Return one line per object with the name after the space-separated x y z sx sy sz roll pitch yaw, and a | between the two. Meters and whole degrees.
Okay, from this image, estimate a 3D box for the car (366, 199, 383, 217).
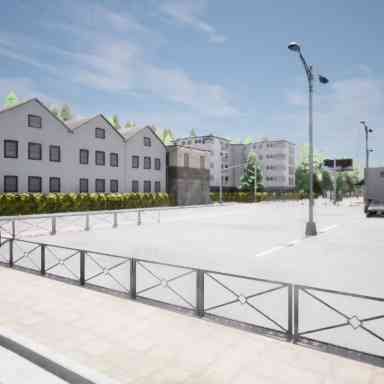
15.364 1.298 26.852 2.007 1.523 4.514 0 0 35 | car
